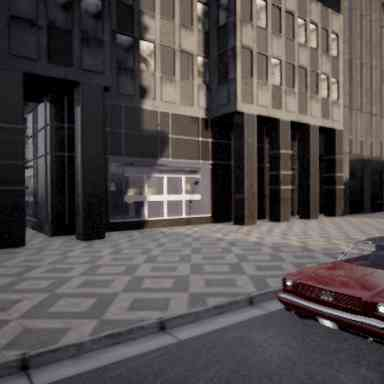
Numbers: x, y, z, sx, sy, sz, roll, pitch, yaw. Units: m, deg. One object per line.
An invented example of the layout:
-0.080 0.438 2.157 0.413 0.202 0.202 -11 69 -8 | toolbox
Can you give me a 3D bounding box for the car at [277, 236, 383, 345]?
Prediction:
3.732 1.549 6.042 4.718 1.301 1.895 -1 0 -36 | car
